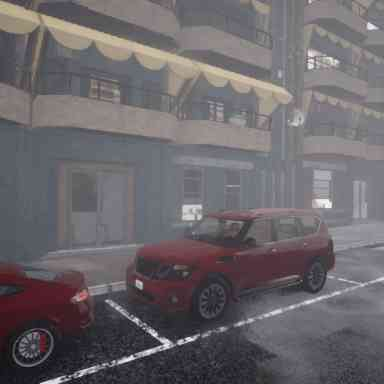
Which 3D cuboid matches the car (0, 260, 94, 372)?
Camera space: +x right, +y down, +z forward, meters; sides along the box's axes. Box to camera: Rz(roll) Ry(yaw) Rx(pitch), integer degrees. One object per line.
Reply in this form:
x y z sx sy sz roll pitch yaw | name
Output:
-3.384 1.582 4.131 4.206 1.307 1.802 0 1 -35 | car

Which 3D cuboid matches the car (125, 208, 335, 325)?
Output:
1.114 1.318 7.335 5.009 1.841 2.192 0 1 -35 | car
